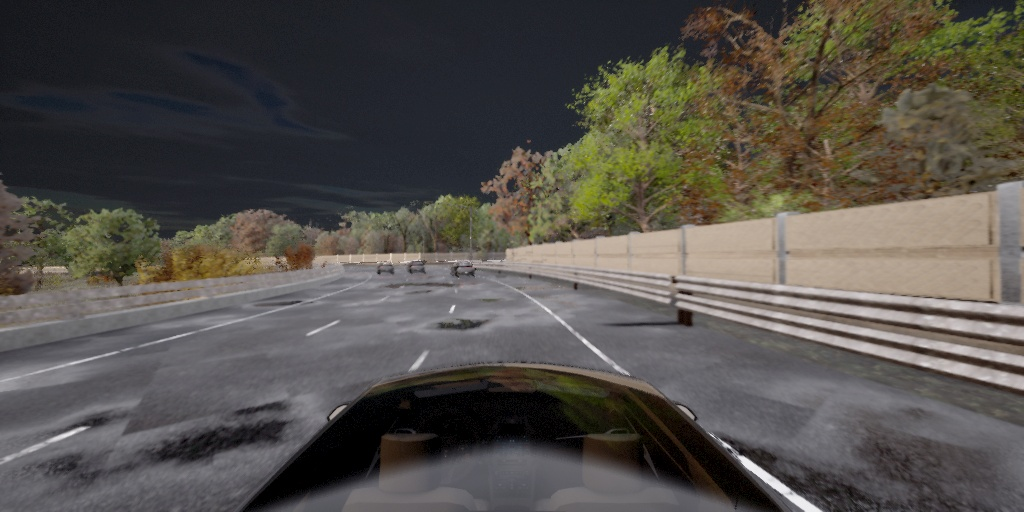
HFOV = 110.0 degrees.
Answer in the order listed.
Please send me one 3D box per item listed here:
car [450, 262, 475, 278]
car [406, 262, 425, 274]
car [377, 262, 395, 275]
[{"bbox_3d":[-4.878,1.329,35.118,2.128,1.511,4.902,-1,0,-17],"label":"car"},{"bbox_3d":[-12.125,1.457,45.129,2.128,1.511,4.902,-1,0,-23],"label":"car"},{"bbox_3d":[-15.860,1.524,44.937,2.128,1.511,4.902,-1,0,-24],"label":"car"}]
